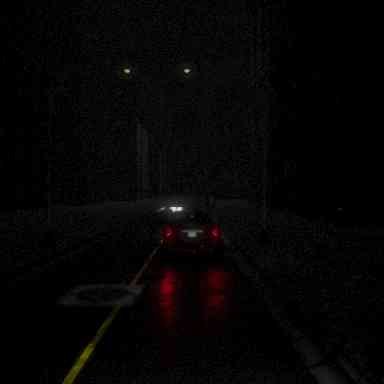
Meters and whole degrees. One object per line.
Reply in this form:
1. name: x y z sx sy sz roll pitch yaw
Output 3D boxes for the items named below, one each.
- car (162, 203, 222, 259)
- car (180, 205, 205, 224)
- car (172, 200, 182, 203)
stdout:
1. car: 0.023 1.500 13.421 2.097 1.767 4.553 0 -1 1
2. car: 0.023 1.897 28.448 1.994 1.385 4.181 0 -1 0
3. car: -3.015 2.287 65.767 2.128 1.511 4.902 0 -1 0
